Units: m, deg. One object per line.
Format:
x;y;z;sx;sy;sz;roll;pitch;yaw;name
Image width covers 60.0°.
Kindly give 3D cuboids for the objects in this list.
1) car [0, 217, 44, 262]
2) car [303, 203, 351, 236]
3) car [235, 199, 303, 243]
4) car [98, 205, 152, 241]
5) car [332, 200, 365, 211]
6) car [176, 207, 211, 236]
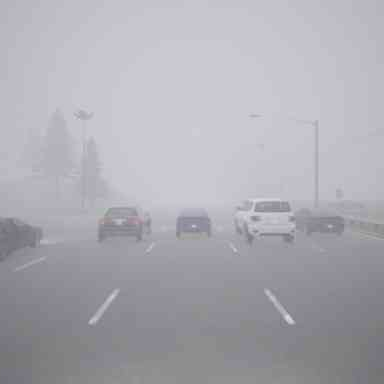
-7.348;1.644;12.475;2.033;1.411;5.357;0;0;-6;car
7.091;1.626;19.542;1.882;1.535;5.008;0;0;0;car
3.593;1.352;17.102;2.150;2.045;5.566;0;0;0;car
-3.409;1.487;17.678;2.097;1.767;4.553;0;0;0;car
21.459;1.830;46.595;5.008;1.535;1.882;0;0;33;car
0.091;1.626;19.548;1.882;1.535;5.008;0;0;0;car
